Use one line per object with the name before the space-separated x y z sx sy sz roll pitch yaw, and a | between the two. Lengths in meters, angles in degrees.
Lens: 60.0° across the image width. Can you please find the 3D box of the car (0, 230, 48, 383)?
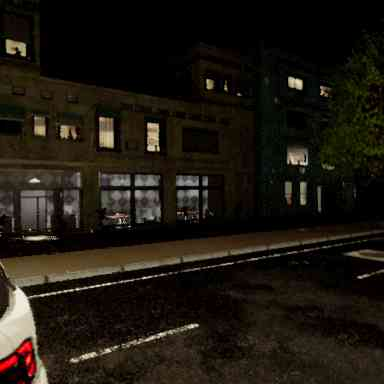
car | -3.525 1.225 1.172 5.566 2.045 2.150 0 0 -35
